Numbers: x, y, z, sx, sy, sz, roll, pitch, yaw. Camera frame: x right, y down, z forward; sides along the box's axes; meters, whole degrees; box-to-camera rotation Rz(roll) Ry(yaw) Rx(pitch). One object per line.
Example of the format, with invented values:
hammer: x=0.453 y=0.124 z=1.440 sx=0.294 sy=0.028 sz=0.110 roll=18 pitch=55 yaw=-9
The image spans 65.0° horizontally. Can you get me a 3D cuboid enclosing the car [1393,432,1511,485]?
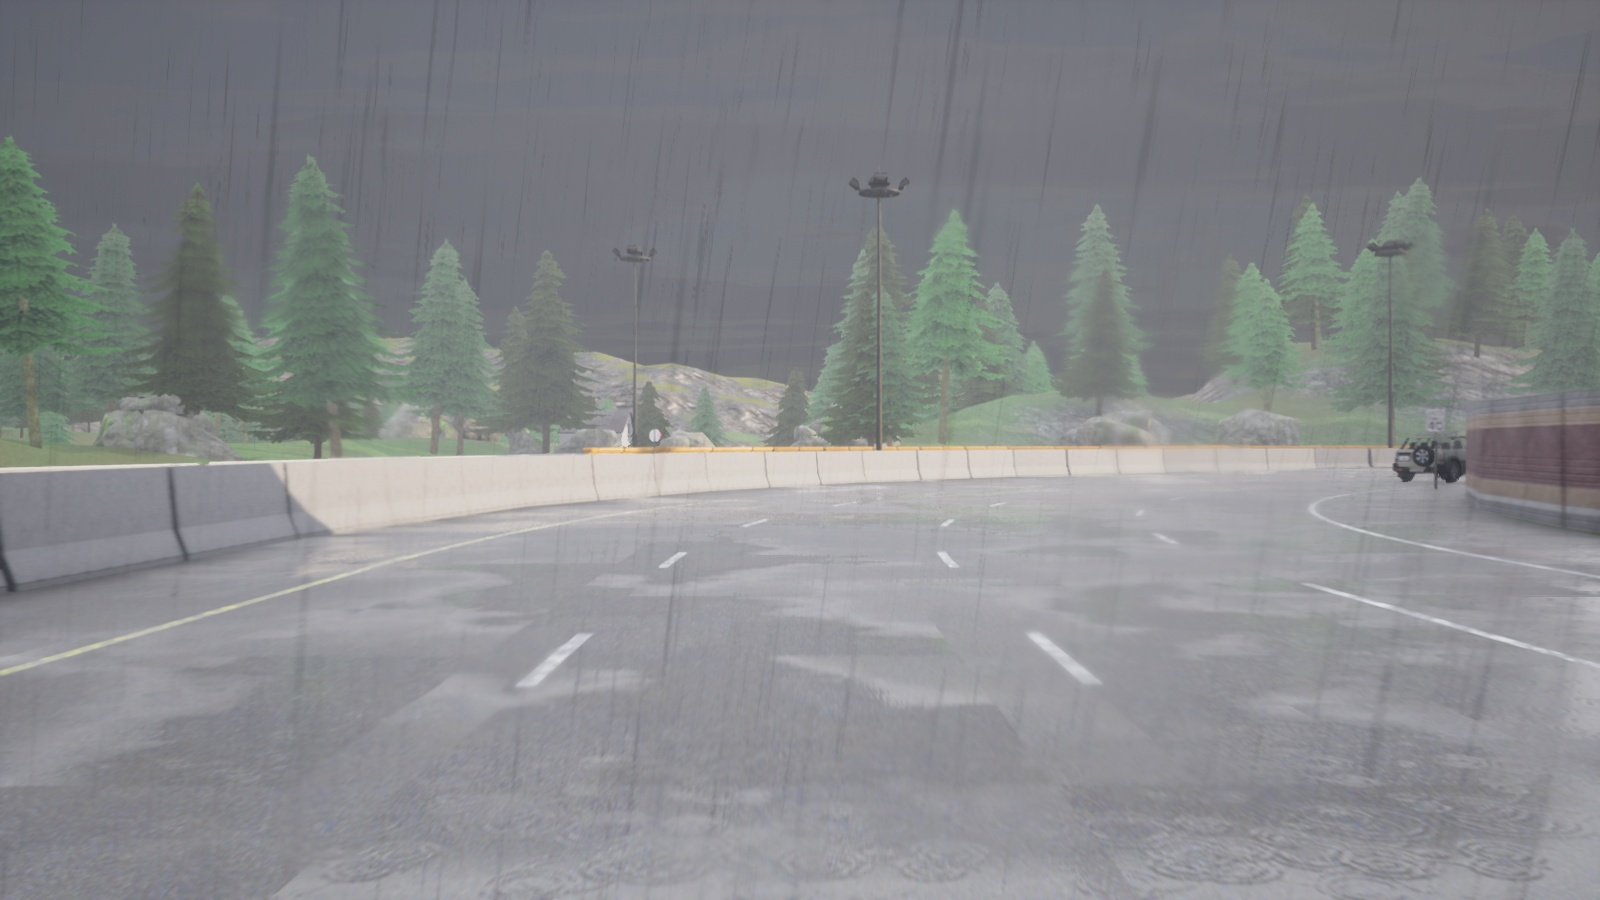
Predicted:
car: x=23.963 y=0.285 z=46.097 sx=4.605 sy=1.855 sz=1.932 roll=-1 pitch=1 yaw=-35
